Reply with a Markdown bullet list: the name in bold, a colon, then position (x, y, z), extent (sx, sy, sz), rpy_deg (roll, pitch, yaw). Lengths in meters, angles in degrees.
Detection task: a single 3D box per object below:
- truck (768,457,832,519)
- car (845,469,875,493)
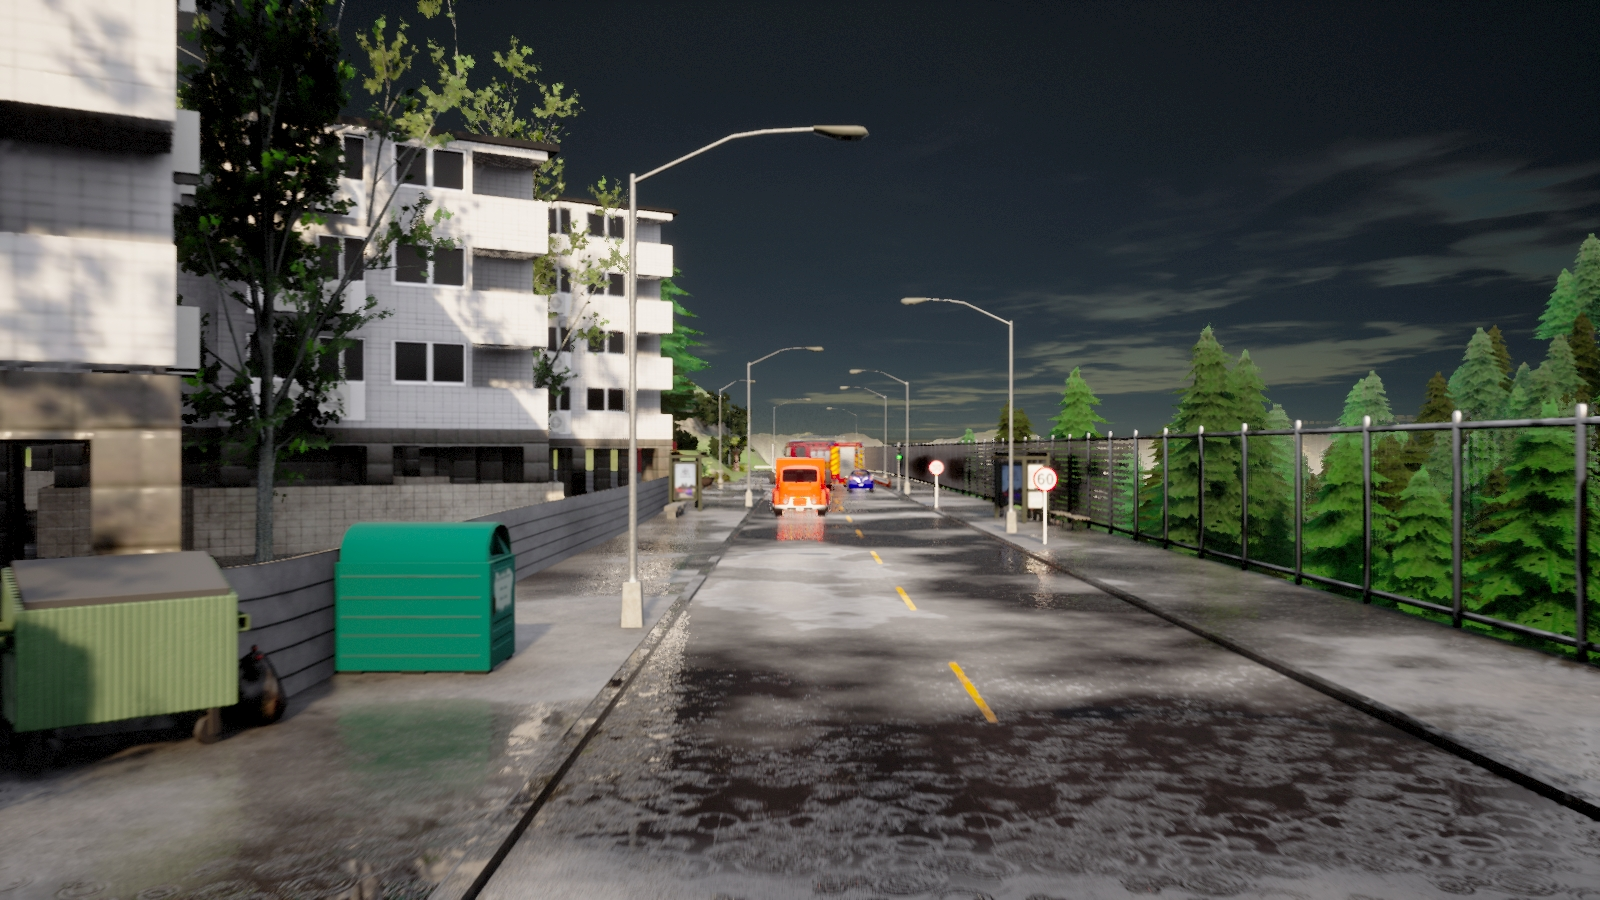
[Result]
- **truck**: position (0.020, 1.568, 49.253), extent (2.627, 2.467, 5.204), rpy_deg (0, 0, 1)
- **car**: position (3.989, 2.038, 76.306), extent (1.845, 1.501, 3.633), rpy_deg (0, 0, 0)
